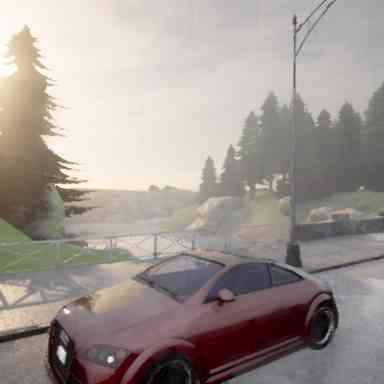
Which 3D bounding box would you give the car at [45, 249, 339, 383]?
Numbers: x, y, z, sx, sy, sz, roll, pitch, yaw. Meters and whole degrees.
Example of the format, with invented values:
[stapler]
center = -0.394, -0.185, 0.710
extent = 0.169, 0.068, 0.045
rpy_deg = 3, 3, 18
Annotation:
[car]
center = 0.216, 1.589, 4.759
extent = 4.181, 1.385, 1.994
rpy_deg = 1, 0, -35
